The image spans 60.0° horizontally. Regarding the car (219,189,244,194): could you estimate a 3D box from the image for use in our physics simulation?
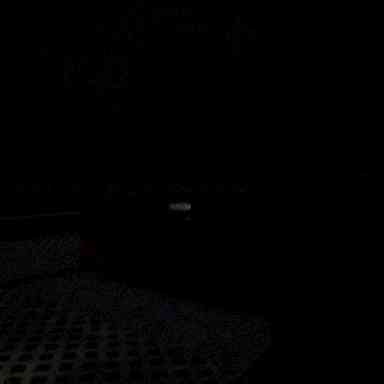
[{"bbox_3d":[4.088,0.429,34.518,2.128,1.511,4.902,1,2,36],"label":"car"}]
